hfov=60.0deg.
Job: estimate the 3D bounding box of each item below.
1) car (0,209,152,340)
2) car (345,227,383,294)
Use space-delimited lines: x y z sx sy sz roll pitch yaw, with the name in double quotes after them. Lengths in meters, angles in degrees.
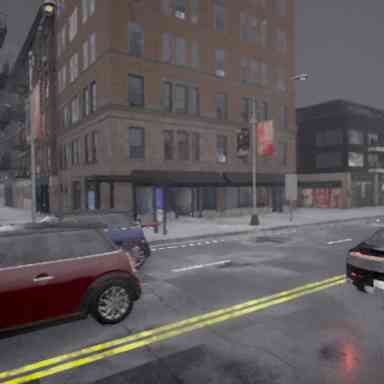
-3.200 1.347 5.395 4.553 1.767 2.097 -1 1 -36 "car"
5.299 1.381 7.233 4.902 1.511 2.128 -1 1 -36 "car"
